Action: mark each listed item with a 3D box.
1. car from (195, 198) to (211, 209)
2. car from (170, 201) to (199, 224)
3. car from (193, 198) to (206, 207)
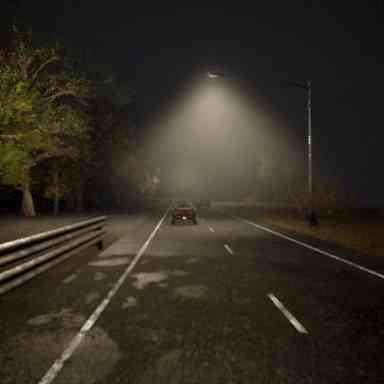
[{"bbox_3d":[1.775,1.669,51.899,2.097,1.767,4.553,0,0,-2],"label":"car"},{"bbox_3d":[-0.654,1.677,26.631,1.837,1.490,4.892,0,-1,-2],"label":"car"},{"bbox_3d":[1.388,1.932,61.926,2.033,1.411,5.357,0,0,-2],"label":"car"}]
